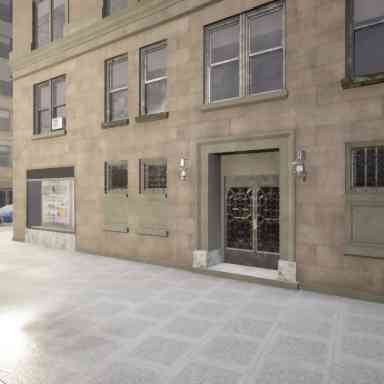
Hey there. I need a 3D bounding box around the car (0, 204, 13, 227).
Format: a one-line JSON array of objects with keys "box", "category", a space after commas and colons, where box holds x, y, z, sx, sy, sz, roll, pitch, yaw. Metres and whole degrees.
[{"box": [-11.889, 1.512, 23.033, 2.033, 1.411, 5.357, 0, 0, 39], "category": "car"}]
